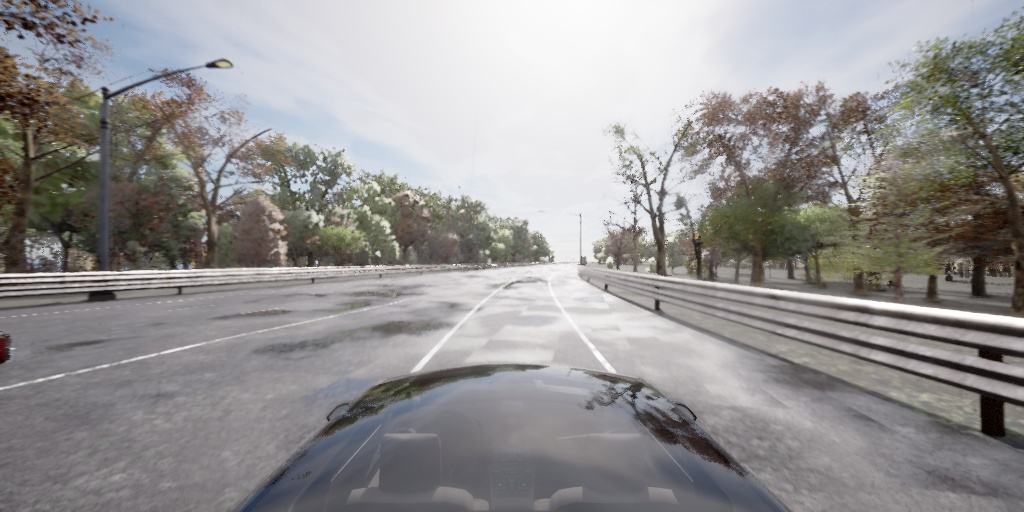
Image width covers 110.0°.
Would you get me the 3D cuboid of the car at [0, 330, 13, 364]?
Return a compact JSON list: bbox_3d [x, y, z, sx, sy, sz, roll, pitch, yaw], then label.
[{"bbox_3d":[-9.779,1.229,4.146,2.163,1.488,4.792,0,-1,12],"label":"car"}]
